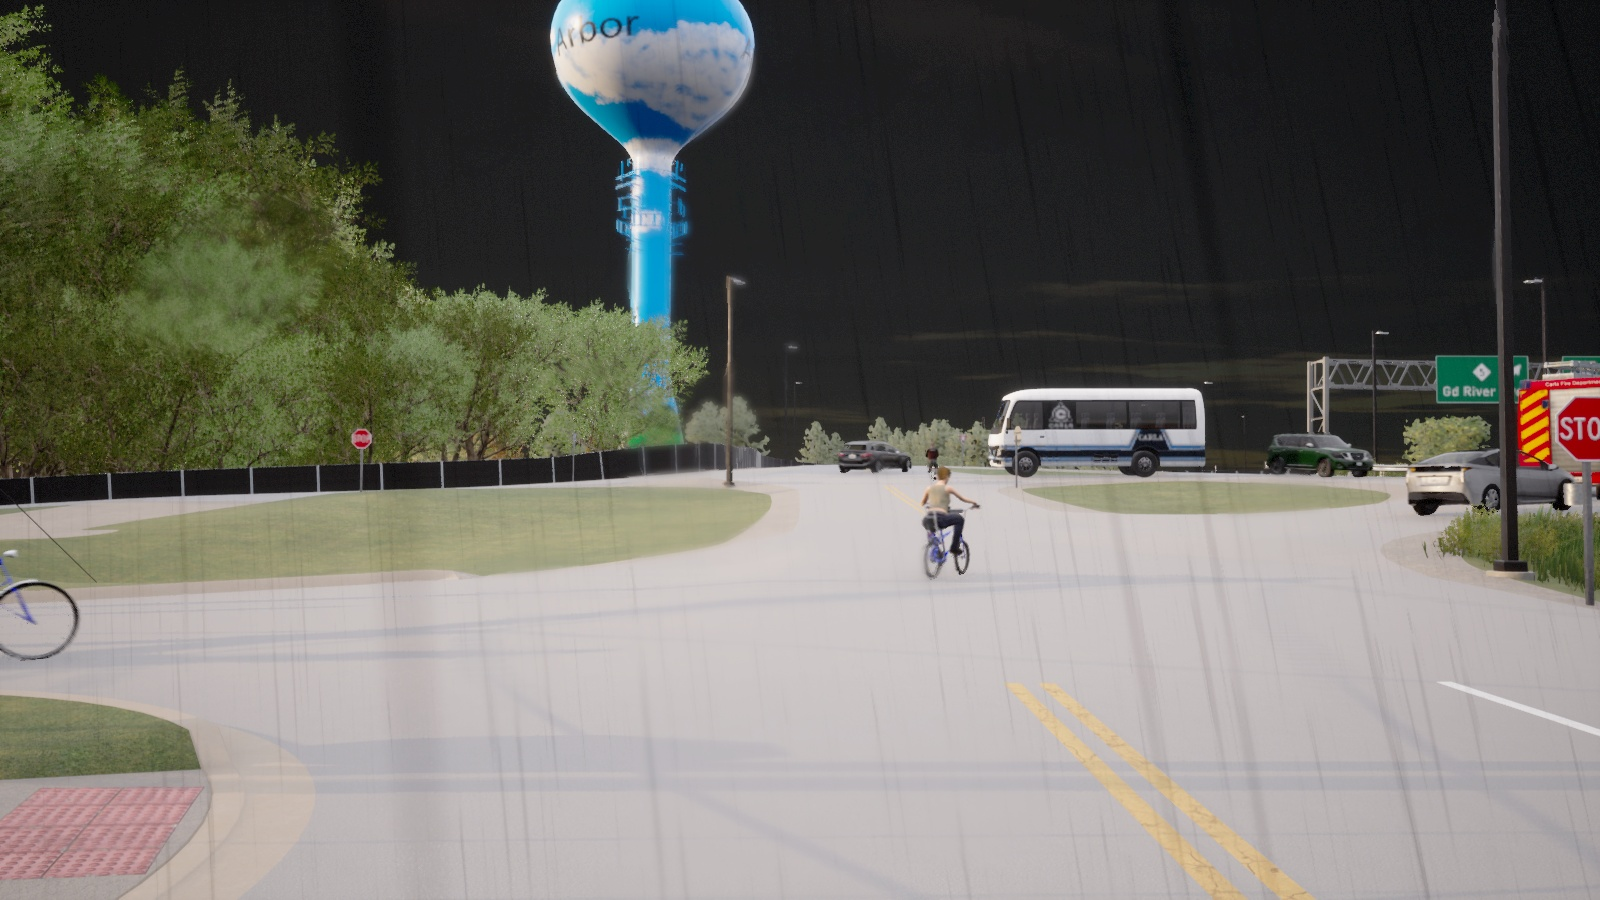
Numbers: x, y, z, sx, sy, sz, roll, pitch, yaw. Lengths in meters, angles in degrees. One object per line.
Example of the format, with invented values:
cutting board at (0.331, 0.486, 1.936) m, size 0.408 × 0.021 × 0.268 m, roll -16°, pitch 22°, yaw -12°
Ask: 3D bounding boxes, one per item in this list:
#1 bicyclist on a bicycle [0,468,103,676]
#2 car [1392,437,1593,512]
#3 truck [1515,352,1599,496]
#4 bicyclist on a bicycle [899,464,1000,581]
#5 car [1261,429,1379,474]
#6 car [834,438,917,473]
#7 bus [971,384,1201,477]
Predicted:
bicyclist on a bicycle at (-7.256, 1.079, 11.071) m, size 1.843 × 1.776 × 0.659 m, roll -1°, pitch -2°, yaw -21°
car at (16.351, 0.561, 29.615) m, size 4.514 × 1.525 × 2.007 m, roll -2°, pitch -1°, yaw -29°
truck at (23.926, -0.752, 36.563) m, size 8.468 × 3.827 × 2.891 m, roll -1°, pitch -1°, yaw -43°
bicyclist on a bicycle at (2.201, 1.029, 18.333) m, size 0.866 × 1.612 × 1.509 m, roll -2°, pitch -2°, yaw 32°
car at (24.483, 0.053, 59.395) m, size 2.150 × 2.045 × 5.566 m, roll 0°, pitch 0°, yaw -17°
car at (3.958, 0.253, 65.332) m, size 2.242 × 1.667 × 4.611 m, roll 1°, pitch 1°, yaw 35°
bus at (13.733, -0.952, 61.020) m, size 10.273 × 4.253 × 3.944 m, roll -1°, pitch 1°, yaw 1°
